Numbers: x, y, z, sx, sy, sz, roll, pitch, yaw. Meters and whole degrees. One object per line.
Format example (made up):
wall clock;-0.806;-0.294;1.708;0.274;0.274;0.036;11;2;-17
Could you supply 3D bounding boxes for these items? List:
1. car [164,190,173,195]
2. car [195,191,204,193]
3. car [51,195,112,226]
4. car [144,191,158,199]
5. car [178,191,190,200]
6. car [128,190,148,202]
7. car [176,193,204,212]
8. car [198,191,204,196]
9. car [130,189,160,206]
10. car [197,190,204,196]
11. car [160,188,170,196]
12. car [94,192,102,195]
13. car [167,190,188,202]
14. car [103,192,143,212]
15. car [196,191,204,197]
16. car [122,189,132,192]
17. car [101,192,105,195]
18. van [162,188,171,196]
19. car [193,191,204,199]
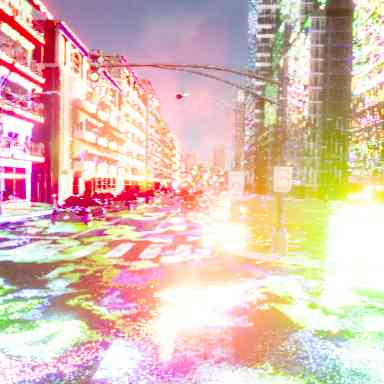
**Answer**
car;-6.072;0.160;87.482;1.802;1.307;4.206;0;1;2
car;0.832;0.763;53.328;2.008;1.369;4.403;0;1;2
car;-6.369;1.098;19.080;1.994;1.385;4.181;1;1;2
car;-7.269;0.526;59.266;1.802;1.307;4.206;0;1;2
car;-1.446;0.577;59.595;1.837;1.490;4.892;1;1;2
car;-7.746;0.532;47.977;1.967;1.590;4.097;0;1;2
car;-0.125;1.054;30.755;1.887;1.381;4.507;0;1;2
car;2.507;0.282;92.833;1.802;1.307;4.206;0;1;2
car;-5.507;0.760;39.107;2.128;1.511;4.902;1;1;3
car;2.268;0.317;87.189;1.887;1.381;4.507;0;1;2
car;-6.549;0.039;76.193;2.192;1.841;5.009;0;1;2
car;-8.704;0.935;25.405;1.887;1.381;4.507;1;1;2
car;-1.955;0.772;47.932;2.033;1.411;5.357;1;1;2
car;-5.939;0.966;28.996;1.994;1.385;4.181;1;1;3
car;2.036;0.368;81.716;1.752;1.417;4.829;0;1;2
car;-7.984;0.481;42.332;2.192;1.841;5.009;0;1;2
car;-8.464;0.755;31.047;1.967;1.590;4.097;1;1;2
van;-6.309;-0.008;81.835;1.690;1.788;3.998;0;1;2
car;1.311;0.610;64.615;1.887;1.381;4.507;0;1;2
